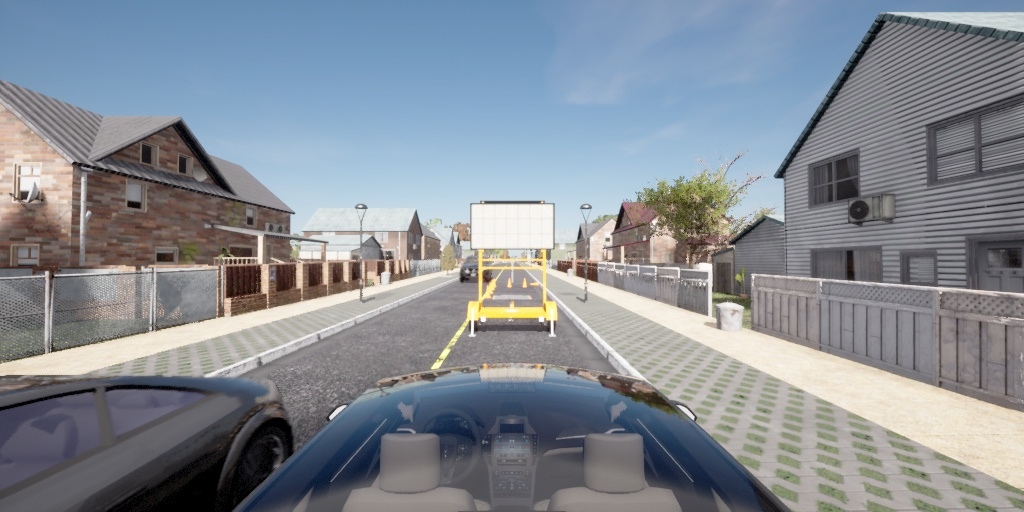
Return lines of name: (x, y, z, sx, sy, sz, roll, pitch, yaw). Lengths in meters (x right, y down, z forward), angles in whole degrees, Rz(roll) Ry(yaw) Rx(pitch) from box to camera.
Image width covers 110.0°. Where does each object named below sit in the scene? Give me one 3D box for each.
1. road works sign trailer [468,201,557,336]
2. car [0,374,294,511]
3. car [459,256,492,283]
road works sign trailer: (0.014, 0.220, 10.344, 2.380, 3.560, 2.880, 0, 0, 0)
car: (-2.847, 1.314, 1.331, 1.994, 1.385, 4.181, 0, 0, 0)
car: (-2.750, 1.007, 28.238, 2.150, 2.045, 5.566, 0, 0, 0)
